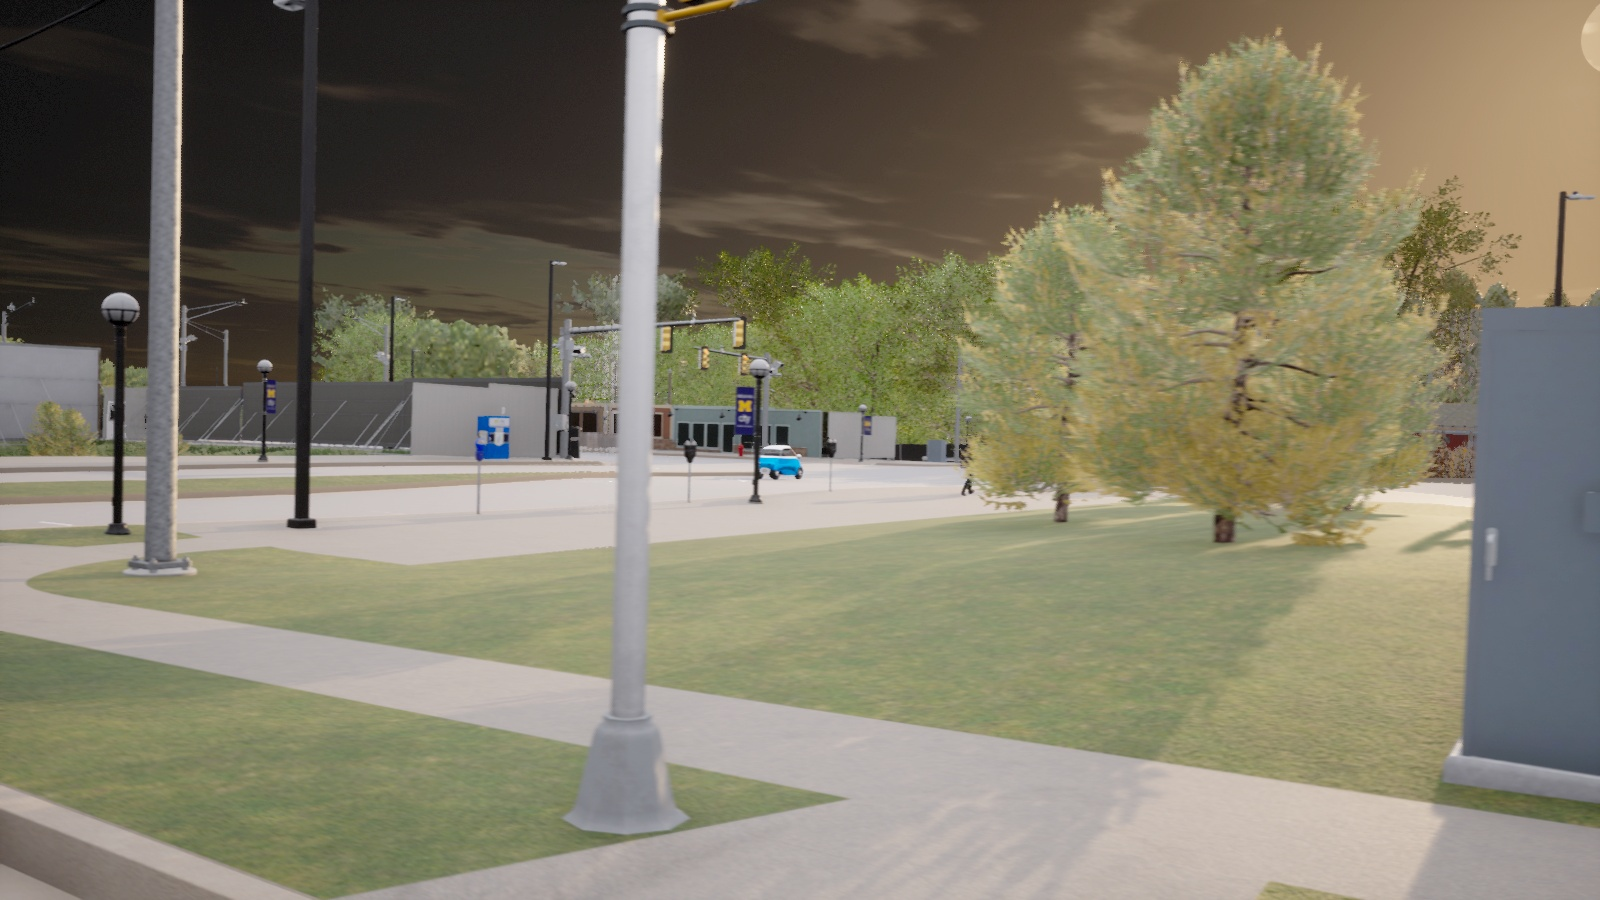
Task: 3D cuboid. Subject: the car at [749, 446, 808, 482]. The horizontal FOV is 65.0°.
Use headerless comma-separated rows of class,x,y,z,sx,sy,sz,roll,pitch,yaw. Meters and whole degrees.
car,-0.857,0.528,50.580,1.481,1.376,2.207,1,1,27
